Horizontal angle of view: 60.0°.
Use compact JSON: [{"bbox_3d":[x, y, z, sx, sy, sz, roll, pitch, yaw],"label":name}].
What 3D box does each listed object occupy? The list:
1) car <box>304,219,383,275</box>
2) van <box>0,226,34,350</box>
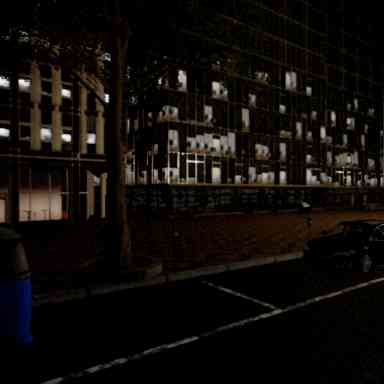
[{"bbox_3d":[5.283,1.553,10.325,4.403,1.369,2.008,0,0,-35],"label":"car"},{"bbox_3d":[-3.948,1.341,3.747,3.998,1.788,1.690,0,0,-35],"label":"van"}]
